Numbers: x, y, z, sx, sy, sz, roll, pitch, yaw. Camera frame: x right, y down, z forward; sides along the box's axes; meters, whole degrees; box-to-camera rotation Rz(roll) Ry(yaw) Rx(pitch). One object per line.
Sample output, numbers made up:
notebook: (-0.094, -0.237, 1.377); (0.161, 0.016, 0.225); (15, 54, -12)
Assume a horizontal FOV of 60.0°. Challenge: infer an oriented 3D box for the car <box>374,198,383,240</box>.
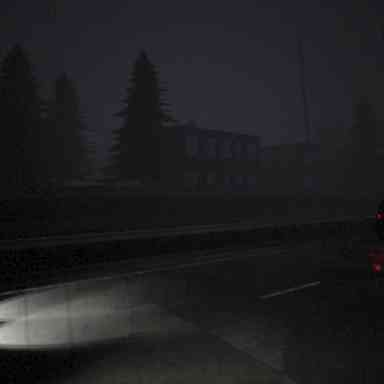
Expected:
car: (10.860, 1.236, 15.799); (5.566, 2.045, 2.150); (0, 0, -36)
